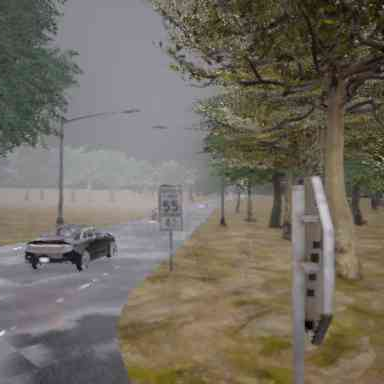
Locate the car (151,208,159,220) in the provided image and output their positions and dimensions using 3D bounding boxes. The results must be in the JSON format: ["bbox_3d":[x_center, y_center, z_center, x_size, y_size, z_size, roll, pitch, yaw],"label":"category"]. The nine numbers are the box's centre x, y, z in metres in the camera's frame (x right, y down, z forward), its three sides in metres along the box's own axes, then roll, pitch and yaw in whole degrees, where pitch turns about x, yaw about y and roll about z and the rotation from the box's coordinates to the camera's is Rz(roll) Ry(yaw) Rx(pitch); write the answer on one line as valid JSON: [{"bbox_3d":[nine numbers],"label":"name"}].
[{"bbox_3d":[-4.680,3.194,49.736,2.097,1.767,4.553,0,-2,5],"label":"car"}]

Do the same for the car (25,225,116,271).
[{"bbox_3d":[-4.459,2.042,12.966,2.128,1.511,4.902,0,-2,5],"label":"car"}]

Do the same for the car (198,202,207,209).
[{"bbox_3d":[2.808,4.123,94.156,1.812,1.442,4.674,0,0,5],"label":"car"}]
